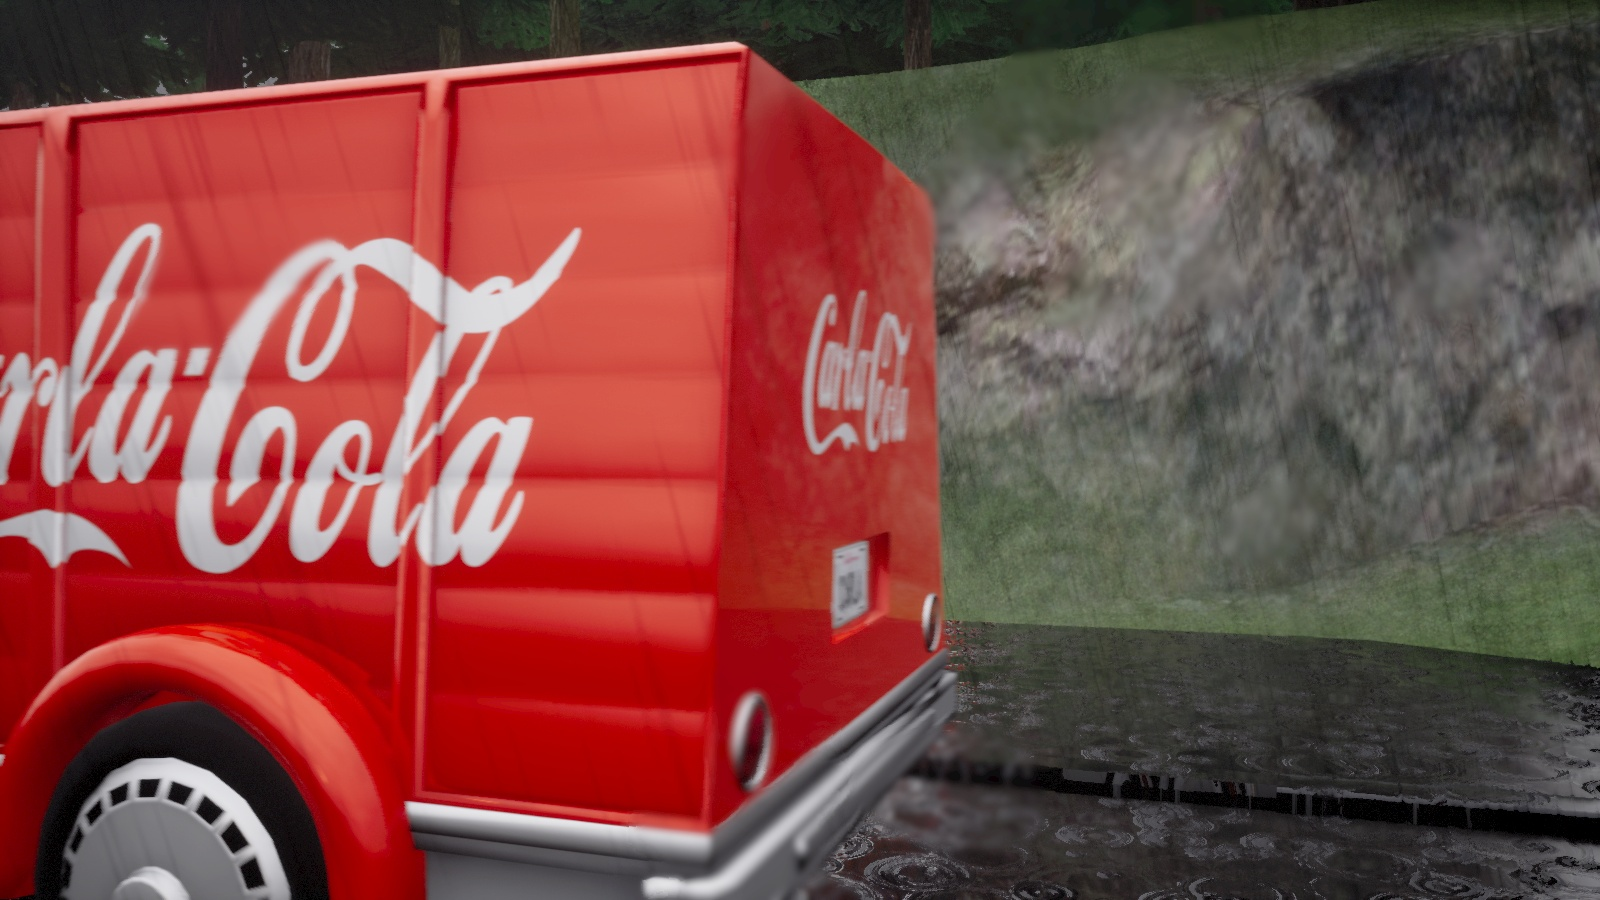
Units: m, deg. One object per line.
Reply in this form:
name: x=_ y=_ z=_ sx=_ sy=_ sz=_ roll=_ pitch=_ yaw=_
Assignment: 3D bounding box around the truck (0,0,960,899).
truck: x=-2.268 y=0.260 z=4.478 sx=5.204 sy=2.467 sz=2.627 roll=1 pitch=1 yaw=19
